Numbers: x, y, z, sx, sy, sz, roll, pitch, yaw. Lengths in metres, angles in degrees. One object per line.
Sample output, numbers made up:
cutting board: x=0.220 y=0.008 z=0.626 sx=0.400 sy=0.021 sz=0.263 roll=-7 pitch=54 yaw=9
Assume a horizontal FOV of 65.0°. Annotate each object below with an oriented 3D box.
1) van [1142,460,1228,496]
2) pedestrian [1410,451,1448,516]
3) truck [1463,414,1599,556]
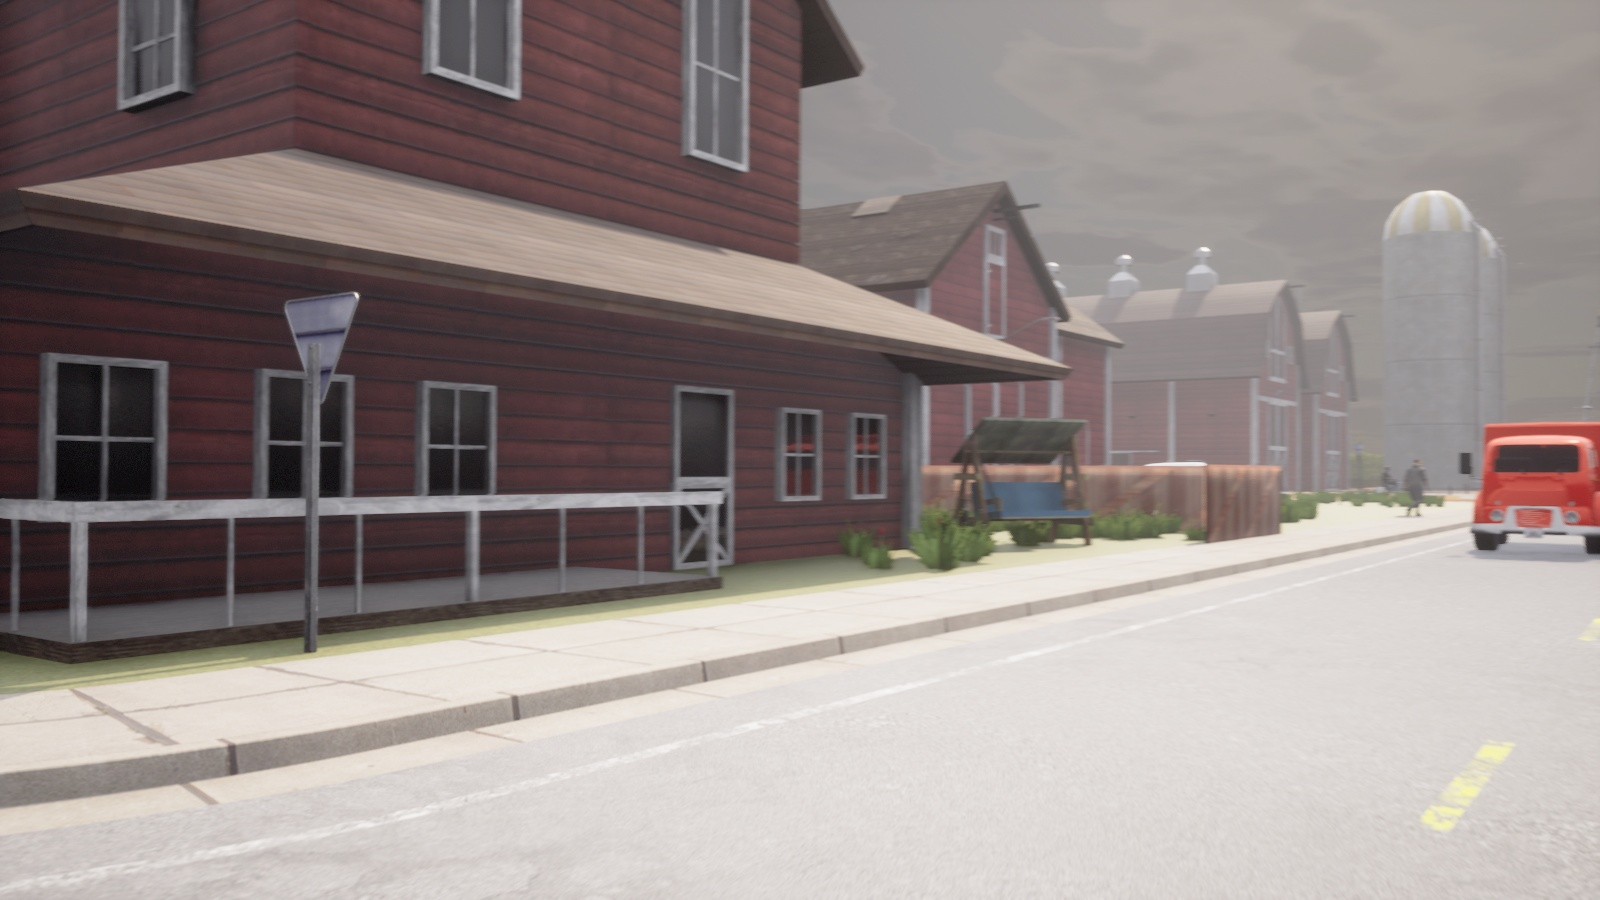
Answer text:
van: x=22.577 y=1.653 z=73.820 sx=2.069 sy=2.038 sz=4.480 roll=1 pitch=-2 yaw=-37
pedestrian: x=19.309 y=1.029 z=38.567 sx=0.873 sy=1.952 sz=0.659 roll=1 pitch=-1 yaw=-30
truck: x=14.809 y=0.646 z=24.382 sx=2.627 sy=2.467 sz=5.204 roll=-1 pitch=-1 yaw=37
